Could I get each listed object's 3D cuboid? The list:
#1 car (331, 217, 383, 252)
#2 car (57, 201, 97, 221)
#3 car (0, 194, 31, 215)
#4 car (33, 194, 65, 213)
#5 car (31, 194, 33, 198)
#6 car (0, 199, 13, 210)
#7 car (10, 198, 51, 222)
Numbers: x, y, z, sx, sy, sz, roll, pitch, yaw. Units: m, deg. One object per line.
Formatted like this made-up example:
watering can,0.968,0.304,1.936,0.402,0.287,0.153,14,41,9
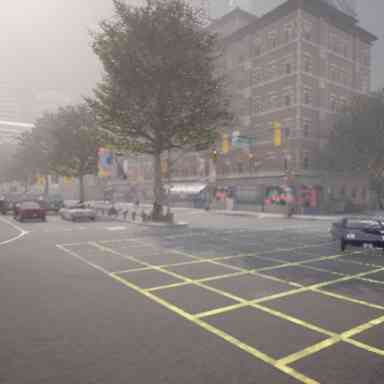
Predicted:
car,7.324,1.760,14.719,1.895,1.301,4.718,0,0,17
car,-9.628,1.694,28.107,1.895,1.301,4.718,1,0,-35
car,-19.112,1.278,35.498,2.150,2.045,5.566,1,0,-35
car,-15.249,1.316,36.095,2.150,2.045,5.566,1,0,-35
car,-21.366,1.317,44.810,2.150,2.045,5.566,1,0,-35
car,-24.912,1.621,43.761,1.994,1.385,4.181,1,0,-35
car,-13.380,1.533,27.358,1.882,1.535,5.008,1,0,-35
